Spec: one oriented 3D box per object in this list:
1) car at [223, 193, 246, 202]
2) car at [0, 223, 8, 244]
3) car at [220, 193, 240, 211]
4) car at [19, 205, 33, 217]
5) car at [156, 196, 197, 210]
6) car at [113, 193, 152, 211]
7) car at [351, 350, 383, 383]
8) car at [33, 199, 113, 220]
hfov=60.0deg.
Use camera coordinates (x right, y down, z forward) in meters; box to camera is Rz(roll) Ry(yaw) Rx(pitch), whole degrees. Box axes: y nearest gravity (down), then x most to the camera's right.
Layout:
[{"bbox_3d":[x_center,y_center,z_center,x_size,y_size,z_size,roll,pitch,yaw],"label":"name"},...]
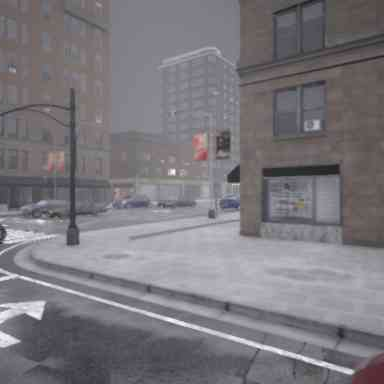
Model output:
[{"bbox_3d":[7.026,0.898,54.250,1.994,1.385,4.181,0,1,36],"label":"car"},{"bbox_3d":[-8.220,1.493,12.145,1.812,1.442,4.674,-2,2,-19],"label":"car"},{"bbox_3d":[4.742,1.028,34.140,1.882,1.535,5.008,0,1,36],"label":"car"},{"bbox_3d":[-11.969,1.295,27.881,1.812,1.442,4.674,0,1,37],"label":"car"},{"bbox_3d":[-1.602,1.133,36.775,2.033,1.411,5.357,0,1,36],"label":"car"},{"bbox_3d":[-6.407,0.998,35.648,2.097,1.767,4.553,0,0,36],"label":"car"},{"bbox_3d":[3.209,1.527,1.395,4.674,1.442,1.812,0,0,36],"label":"car"},{"bbox_3d":[-9.172,1.306,26.215,2.033,1.411,5.357,0,1,36],"label":"car"}]
